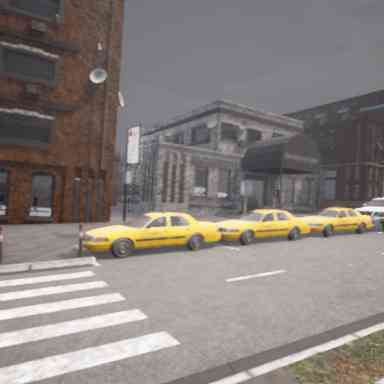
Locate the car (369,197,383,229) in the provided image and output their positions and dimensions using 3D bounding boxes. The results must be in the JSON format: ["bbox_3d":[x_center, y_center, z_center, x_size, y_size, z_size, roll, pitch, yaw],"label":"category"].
[{"bbox_3d":[12.810,1.362,21.700,5.566,2.045,2.435,1,0,-33],"label":"car"}]

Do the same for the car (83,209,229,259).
[{"bbox_3d":[-1.408,1.453,12.641,5.366,1.575,1.946,1,0,-32],"label":"car"}]

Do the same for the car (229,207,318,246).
[{"bbox_3d":[3.253,1.503,15.604,5.366,1.575,1.946,1,0,-33],"label":"car"}]

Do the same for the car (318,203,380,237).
[{"bbox_3d":[7.910,1.555,18.576,5.366,1.575,1.946,1,0,-33],"label":"car"}]
